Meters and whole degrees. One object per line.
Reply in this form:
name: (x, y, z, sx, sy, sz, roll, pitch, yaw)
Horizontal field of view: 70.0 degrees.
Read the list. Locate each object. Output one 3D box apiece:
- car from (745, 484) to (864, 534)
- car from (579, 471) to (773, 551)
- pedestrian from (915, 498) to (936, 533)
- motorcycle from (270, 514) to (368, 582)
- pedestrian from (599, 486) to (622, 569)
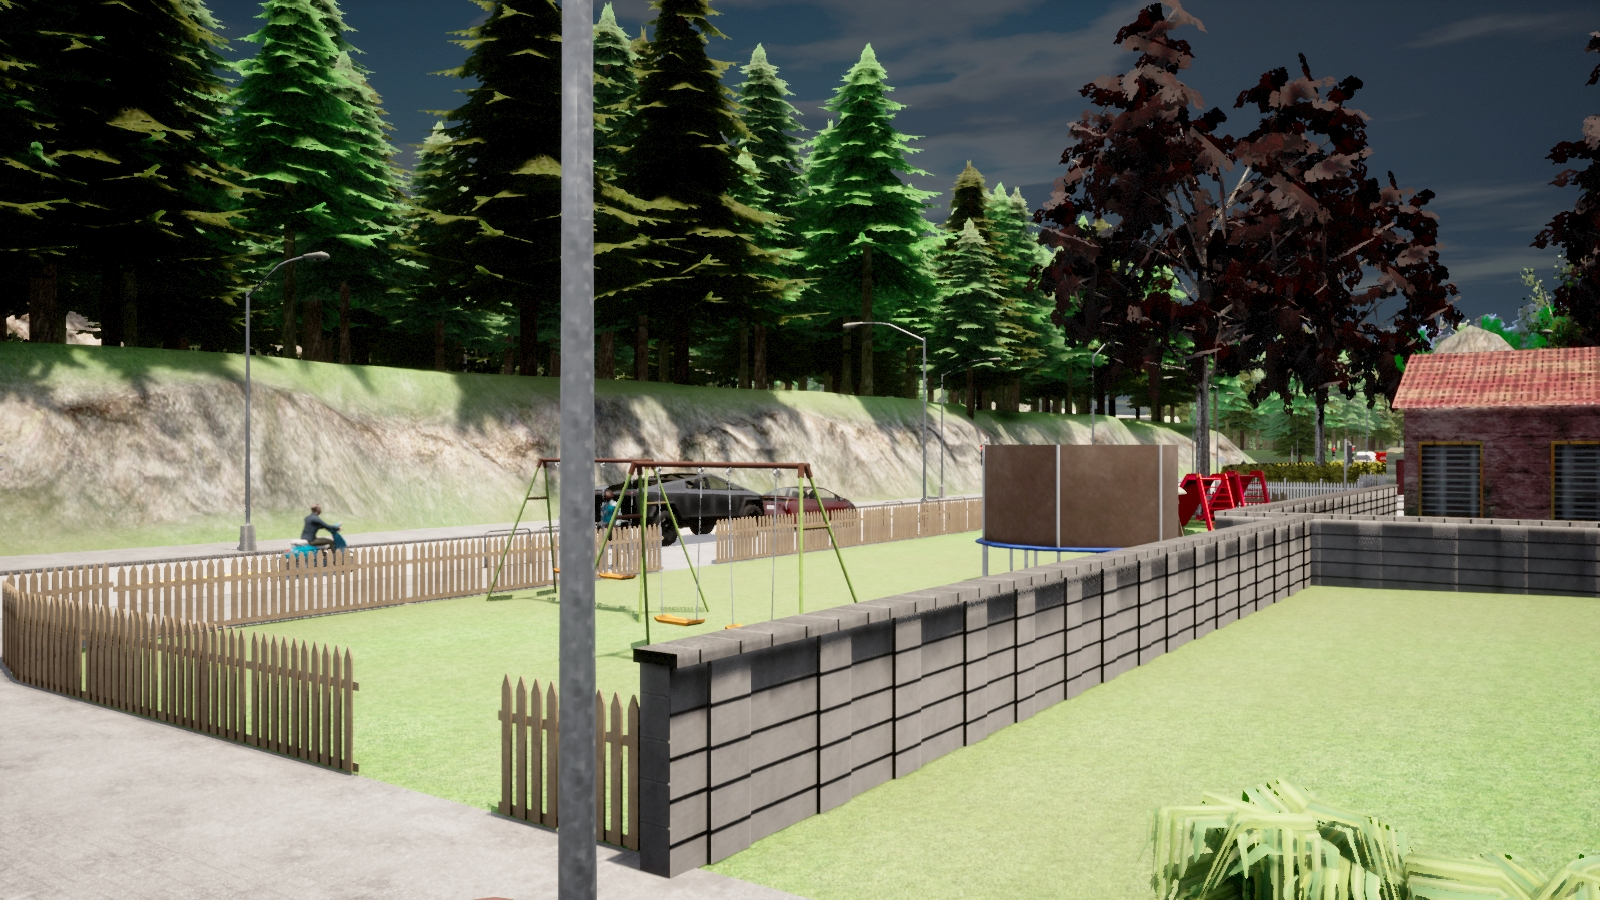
car: (0.223, 2.040, 40.660, 2.007, 1.525, 4.514, 0, 0, 35)
car: (-3.653, 1.754, 35.097, 2.390, 2.098, 6.274, 0, 0, 35)
pedestrian: (4.082, 2.125, 37.194, 0.500, 1.100, 0.500, 0, 0, 35)
motorcycle: (-10.637, 2.142, 25.316, 0.856, 1.316, 1.805, 0, 0, 36)
pedestrian: (-4.282, 1.745, 25.824, 0.375, 1.860, 0.375, 0, 0, 18)
